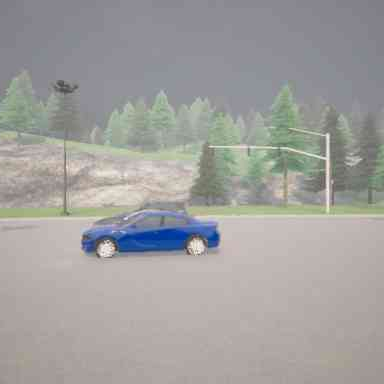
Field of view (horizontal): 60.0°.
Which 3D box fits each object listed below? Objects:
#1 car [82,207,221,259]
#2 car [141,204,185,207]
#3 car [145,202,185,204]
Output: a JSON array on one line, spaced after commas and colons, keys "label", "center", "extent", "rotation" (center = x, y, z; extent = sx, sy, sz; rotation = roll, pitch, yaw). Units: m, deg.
[{"label": "car", "center": [-1.431, 1.477, 12.226], "extent": [5.008, 1.535, 1.882], "rotation": [0, 0, -10]}, {"label": "car", "center": [-2.152, 1.491, 15.647], "extent": [4.902, 1.511, 2.128], "rotation": [0, 0, -10]}, {"label": "car", "center": [-2.257, 1.352, 19.170], "extent": [4.553, 1.767, 2.097], "rotation": [0, 0, -10]}]
